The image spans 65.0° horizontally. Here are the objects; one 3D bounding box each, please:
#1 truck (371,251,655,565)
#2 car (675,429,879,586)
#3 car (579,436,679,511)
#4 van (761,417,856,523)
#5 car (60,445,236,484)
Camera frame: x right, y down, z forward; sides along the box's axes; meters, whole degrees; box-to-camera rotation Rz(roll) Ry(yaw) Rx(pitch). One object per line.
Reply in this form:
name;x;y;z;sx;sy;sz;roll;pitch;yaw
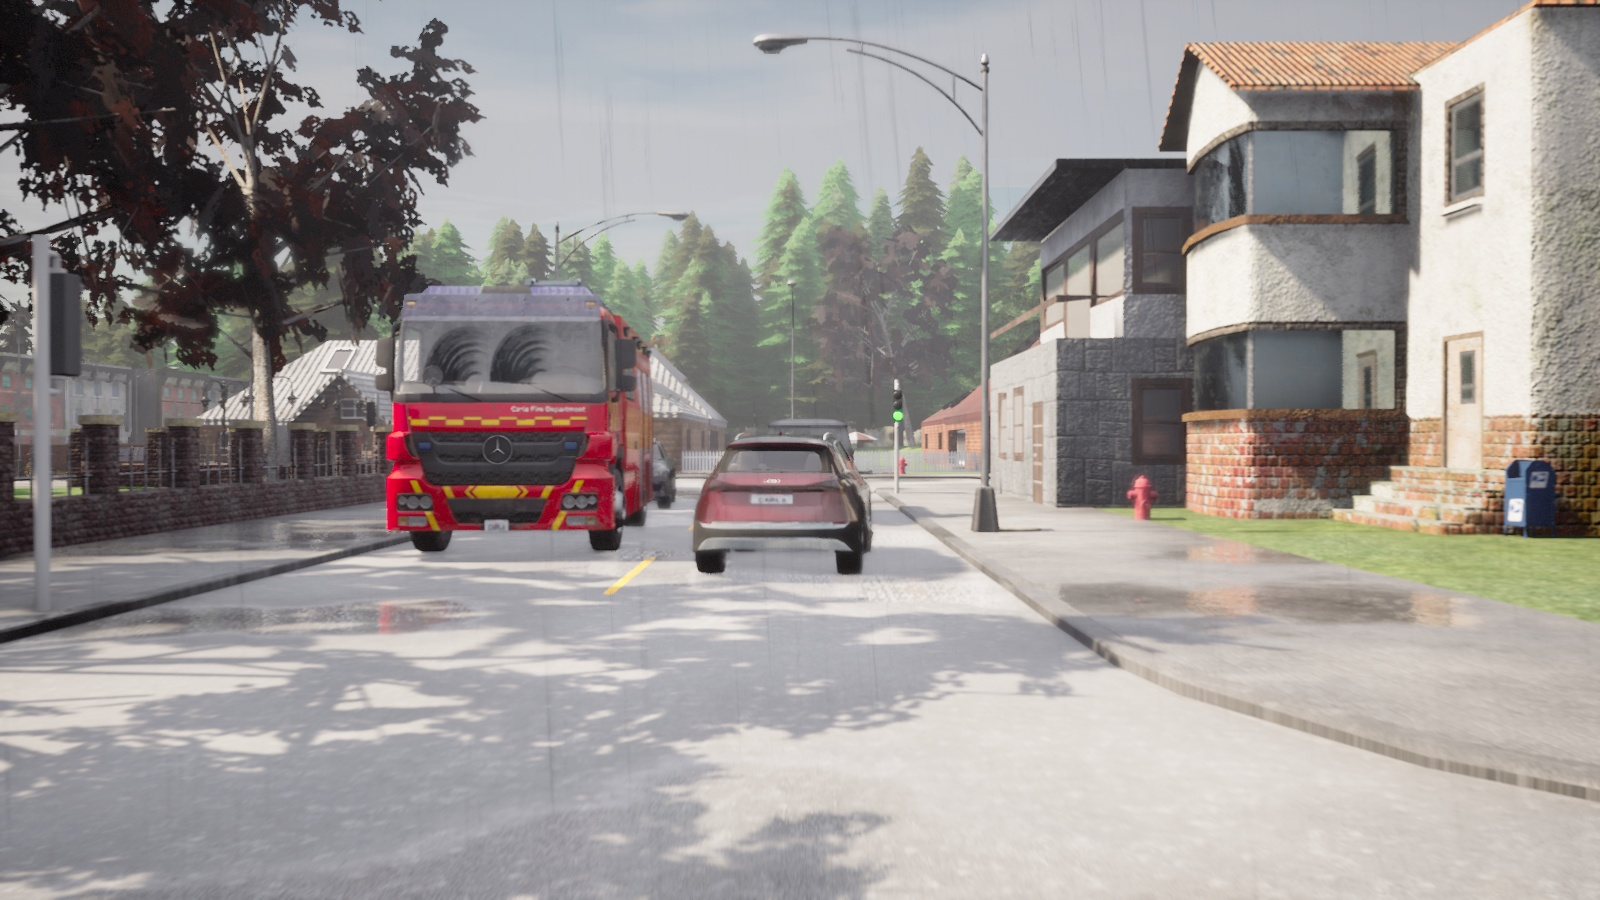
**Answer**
truck;-3.992;-0.533;19.605;2.891;3.827;8.468;0;0;-3
car;-0.100;0.588;15.664;2.033;1.649;4.856;0;0;5
car;-3.988;0.503;30.004;2.033;1.649;4.856;0;0;-4
van;0.154;0.354;25.676;1.775;1.987;4.442;0;0;0
car;-23.800;0.514;45.965;5.357;1.411;2.033;0;0;-2
